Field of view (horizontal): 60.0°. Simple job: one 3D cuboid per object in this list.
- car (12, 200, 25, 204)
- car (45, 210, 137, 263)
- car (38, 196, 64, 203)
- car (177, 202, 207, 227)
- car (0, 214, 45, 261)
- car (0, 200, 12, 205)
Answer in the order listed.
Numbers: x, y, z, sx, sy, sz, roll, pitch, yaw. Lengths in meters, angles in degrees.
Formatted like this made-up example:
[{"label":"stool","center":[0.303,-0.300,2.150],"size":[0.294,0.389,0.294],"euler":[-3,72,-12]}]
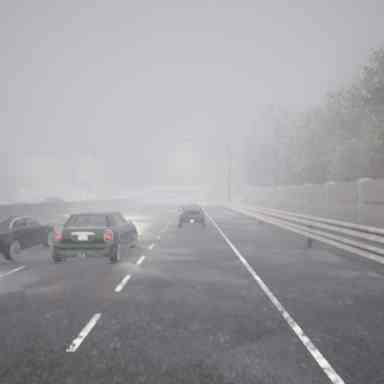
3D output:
[{"label":"car","center":[-28.025,2.006,51.975],"size":[2.033,1.411,5.357],"euler":[0,-1,1]},{"label":"car","center":[-3.400,1.448,12.490],"size":[2.097,1.767,4.553],"euler":[0,0,0]},{"label":"car","center":[-21.040,1.656,49.727],"size":[2.150,2.045,5.566],"euler":[0,0,1]},{"label":"car","center":[0.001,1.703,24.556],"size":[1.837,1.490,4.892],"euler":[0,-1,0]},{"label":"car","center":[-6.897,1.589,12.694],"size":[2.128,1.511,4.902],"euler":[0,0,0]},{"label":"car","center":[-24.537,1.948,40.684],"size":[1.895,1.301,4.718],"euler":[0,-1,1]}]
